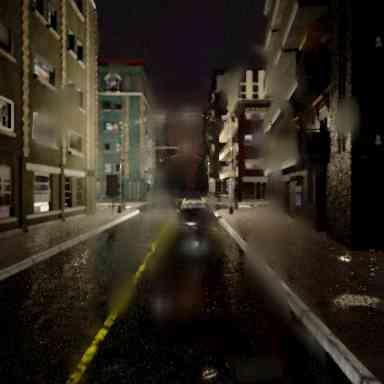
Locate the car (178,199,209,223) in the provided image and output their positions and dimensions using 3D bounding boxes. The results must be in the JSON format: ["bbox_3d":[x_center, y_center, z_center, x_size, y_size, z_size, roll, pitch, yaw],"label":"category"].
[{"bbox_3d":[0.102,1.247,23.002,1.895,1.301,4.718,0,1,0],"label":"car"}]

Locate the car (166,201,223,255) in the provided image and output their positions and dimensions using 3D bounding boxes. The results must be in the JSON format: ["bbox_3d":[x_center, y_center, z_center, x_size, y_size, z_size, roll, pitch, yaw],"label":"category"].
[{"bbox_3d":[0.102,1.310,12.453,1.837,1.490,4.892,0,1,0],"label":"car"}]
